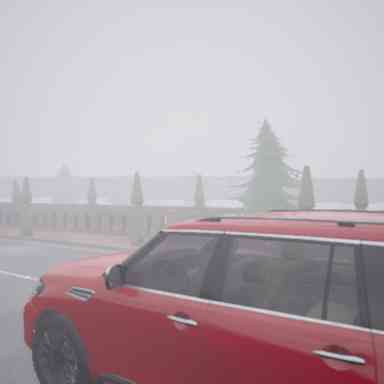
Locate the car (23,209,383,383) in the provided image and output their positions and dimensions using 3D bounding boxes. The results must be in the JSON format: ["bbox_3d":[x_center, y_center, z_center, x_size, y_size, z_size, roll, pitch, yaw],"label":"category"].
[{"bbox_3d":[0.599,1.206,3.393,5.566,2.045,2.150,0,0,35],"label":"car"}]
